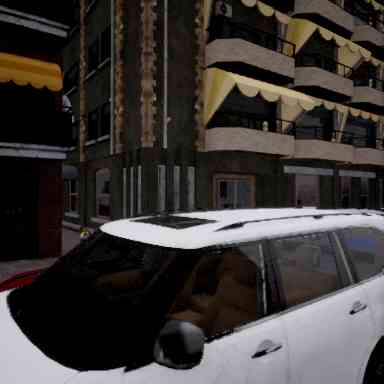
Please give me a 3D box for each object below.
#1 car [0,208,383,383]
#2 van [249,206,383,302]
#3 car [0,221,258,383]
[{"bbox_3d":[-0.031,1.221,3.045,5.566,2.045,2.150,0,0,-35],"label":"car"},{"bbox_3d":[3.524,1.343,8.609,3.998,1.788,1.690,0,0,-36],"label":"van"},{"bbox_3d":[-1.108,1.440,5.304,4.097,1.590,1.967,0,0,-36],"label":"car"}]
